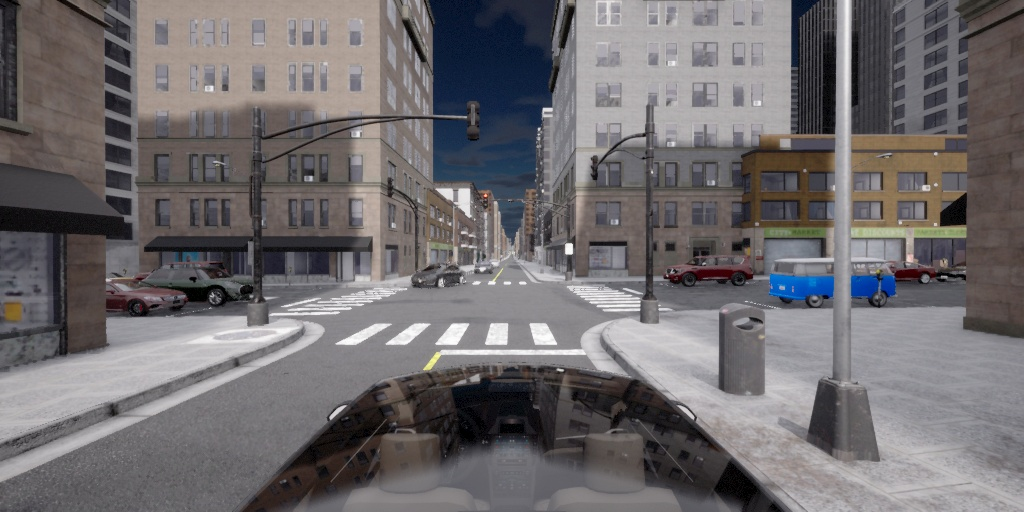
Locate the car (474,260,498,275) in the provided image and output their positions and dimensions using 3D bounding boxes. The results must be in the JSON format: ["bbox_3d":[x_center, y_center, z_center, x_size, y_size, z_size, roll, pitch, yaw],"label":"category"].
[{"bbox_3d":[-3.067,1.252,39.797,2.128,1.511,4.902,0,0,0],"label":"car"}]

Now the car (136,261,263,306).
[{"bbox_3d":[-13.998,1.270,16.243,4.553,1.767,2.097,-1,0,0],"label":"car"}]

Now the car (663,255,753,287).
[{"bbox_3d":[12.112,0.872,22.172,5.009,1.841,2.192,0,0,0],"label":"car"}]

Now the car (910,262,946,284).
[{"bbox_3d":[23.330,0.964,22.191,4.507,1.381,1.888,0,0,0],"label":"car"}]

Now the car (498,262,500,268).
[{"bbox_3d":[-3.027,1.310,57.694,1.812,1.442,4.674,0,0,0],"label":"car"}]

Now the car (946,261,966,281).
[{"bbox_3d":[28.940,0.916,22.201,4.313,1.339,1.948,0,0,0],"label":"car"}]

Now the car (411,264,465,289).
[{"bbox_3d":[-4.705,1.262,23.564,1.837,1.490,4.892,0,0,18],"label":"car"}]

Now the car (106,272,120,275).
[{"bbox_3d":[-26.003,1.552,22.107,4.829,1.417,1.751,0,0,0],"label":"car"}]

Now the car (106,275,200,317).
[{"bbox_3d":[-14.809,1.528,13.601,4.207,1.307,1.802,0,0,0],"label":"car"}]

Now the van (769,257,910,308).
[{"bbox_3d":[12.128,0.957,13.647,3.998,1.789,1.690,0,0,0],"label":"van"}]
